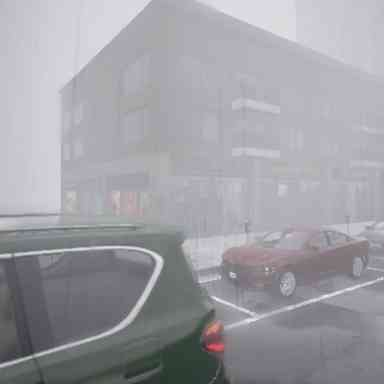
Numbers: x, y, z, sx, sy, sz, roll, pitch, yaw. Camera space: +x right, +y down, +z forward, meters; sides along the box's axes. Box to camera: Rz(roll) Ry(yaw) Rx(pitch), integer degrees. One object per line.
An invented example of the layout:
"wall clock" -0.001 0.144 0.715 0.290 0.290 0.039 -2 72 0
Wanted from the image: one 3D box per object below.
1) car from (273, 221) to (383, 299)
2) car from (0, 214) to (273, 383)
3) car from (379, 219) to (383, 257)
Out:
"car" 2.712 1.544 8.462 4.507 1.381 1.887 0 0 -35
"car" -2.305 1.221 1.736 5.566 2.045 2.150 0 0 -35
"car" 7.212 1.581 11.666 4.206 1.307 1.802 0 0 -35
